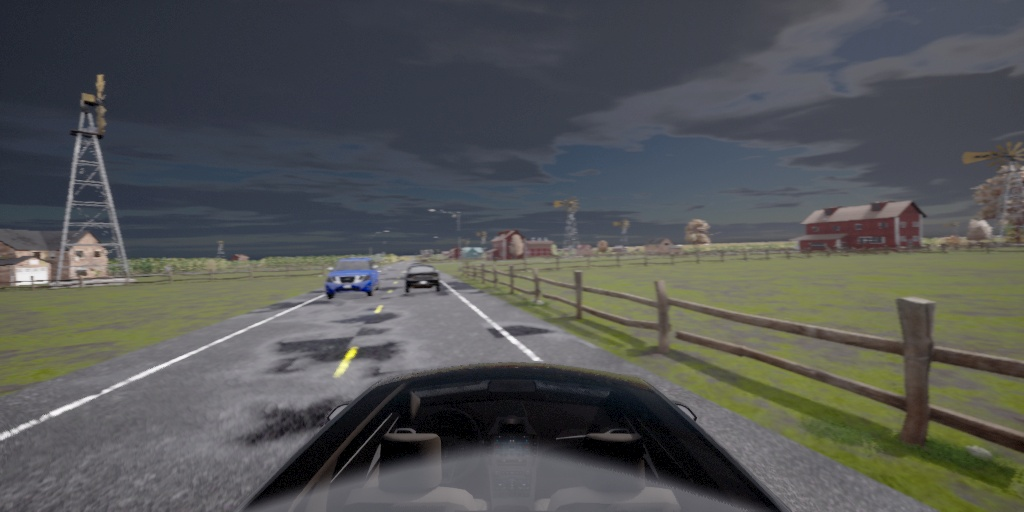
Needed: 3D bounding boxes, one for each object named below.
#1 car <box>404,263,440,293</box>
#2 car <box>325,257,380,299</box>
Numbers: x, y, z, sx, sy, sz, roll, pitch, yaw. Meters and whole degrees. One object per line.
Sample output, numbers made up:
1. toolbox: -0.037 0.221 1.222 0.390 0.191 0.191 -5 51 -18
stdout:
1. car: -5.392 1.270 21.480 1.882 1.535 5.008 -2 0 -15
2. car: -8.660 1.120 19.870 2.150 2.045 5.566 -2 0 -16
